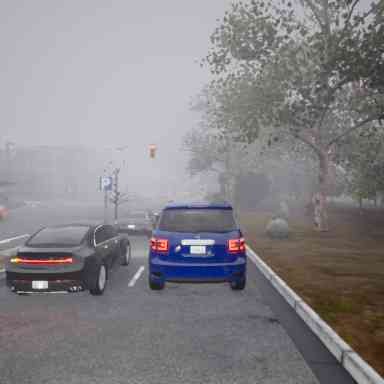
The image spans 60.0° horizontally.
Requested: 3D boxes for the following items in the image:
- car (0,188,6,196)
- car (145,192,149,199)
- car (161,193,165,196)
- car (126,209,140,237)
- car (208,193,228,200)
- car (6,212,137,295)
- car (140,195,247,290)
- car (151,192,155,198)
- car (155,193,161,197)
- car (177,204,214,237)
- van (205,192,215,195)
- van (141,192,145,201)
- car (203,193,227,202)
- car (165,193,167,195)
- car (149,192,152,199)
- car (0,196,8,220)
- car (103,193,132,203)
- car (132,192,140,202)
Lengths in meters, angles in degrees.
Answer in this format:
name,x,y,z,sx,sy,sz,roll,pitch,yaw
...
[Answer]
name,x,y,z,sx,sy,sz,roll,pitch,yaw
car,-31.075,0.138,53.876,2.002,1.452,4.674,6,-3,-19
car,-12.888,1.322,74.932,4.892,1.521,2.231,-1,0,-13
car,-10.853,1.065,89.914,5.566,2.045,2.435,-1,0,-12
car,-2.814,1.589,17.627,1.994,1.385,4.181,0,0,1
car,6.596,1.130,83.209,4.553,1.767,2.185,1,0,-12
car,-2.876,1.515,8.741,1.837,1.490,4.892,0,0,0
car,0.127,1.233,9.226,2.150,2.045,5.566,0,0,0
car,-12.133,1.360,80.928,4.674,1.452,2.002,-1,0,-13
car,-11.308,1.358,86.909,4.674,1.452,2.002,-1,0,-12
car,0.204,1.531,19.085,1.837,1.490,4.892,0,0,0
van,4.392,1.043,65.543,4.442,1.987,1.878,1,0,-14
van,-13.121,1.094,71.962,4.442,1.987,1.878,-1,0,-14
car,4.781,1.142,68.512,4.553,1.767,2.185,1,0,-14
car,-10.426,1.317,92.892,5.008,1.535,2.097,-1,0,-11
car,-12.510,1.360,77.927,4.674,1.452,2.002,-1,0,-13
car,-16.585,1.404,25.177,4.553,1.767,2.185,-1,0,-19
car,-14.340,1.359,62.979,4.792,1.488,2.163,-1,0,-15
car,-13.690,1.316,65.971,5.366,1.575,1.946,-1,0,-15
